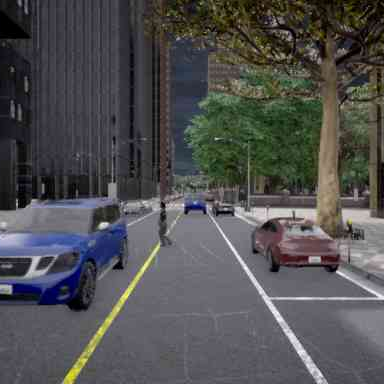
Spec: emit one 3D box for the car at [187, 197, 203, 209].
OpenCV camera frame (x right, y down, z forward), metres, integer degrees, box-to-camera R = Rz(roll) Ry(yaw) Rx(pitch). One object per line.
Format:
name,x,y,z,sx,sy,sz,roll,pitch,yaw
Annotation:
car,0.472,1.526,48.235,2.128,1.511,4.902,1,0,3

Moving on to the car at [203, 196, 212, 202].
car,3.419,1.598,74.984,1.947,1.339,4.313,0,0,1

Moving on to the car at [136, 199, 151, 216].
car,-5.483,1.552,31.961,2.008,1.369,4.403,0,0,1

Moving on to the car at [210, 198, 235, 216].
car,3.042,1.567,31.895,1.947,1.339,4.313,0,0,1

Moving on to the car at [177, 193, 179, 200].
car,-5.011,1.628,85.964,1.802,1.307,4.206,0,0,1

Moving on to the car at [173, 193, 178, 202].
car,-5.059,1.590,80.507,2.008,1.369,4.403,0,0,1

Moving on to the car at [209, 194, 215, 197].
car,3.323,1.333,64.072,2.192,1.841,5.009,0,0,1

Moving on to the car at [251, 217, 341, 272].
car,3.092,1.526,10.624,1.812,1.442,4.674,0,0,1

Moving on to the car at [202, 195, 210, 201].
car,3.514,1.597,85.897,2.008,1.369,4.403,0,0,1

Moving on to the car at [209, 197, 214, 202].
car,3.090,1.553,37.408,2.008,1.369,4.403,0,0,1

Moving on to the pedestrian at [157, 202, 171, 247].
pedestrian,-1.155,1.293,13.499,0.375,1.860,0.375,0,0,1

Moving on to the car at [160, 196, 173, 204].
car,-5.202,1.584,64.137,1.947,1.339,4.313,0,0,1

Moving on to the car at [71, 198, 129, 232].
car,-5.579,1.315,20.936,2.192,1.841,5.009,0,0,1

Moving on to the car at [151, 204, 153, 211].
car,-5.436,1.528,37.303,1.752,1.417,4.829,0,0,1

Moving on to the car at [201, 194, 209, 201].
car,3.562,1.493,91.353,1.967,1.590,4.097,0,0,1

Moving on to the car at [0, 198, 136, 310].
car,-3.030,1.221,8.145,2.150,2.045,5.566,0,0,0

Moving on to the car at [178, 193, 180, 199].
car,-4.963,1.635,91.421,1.802,1.307,4.206,0,0,1

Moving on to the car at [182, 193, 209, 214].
car,0.379,1.221,34.841,2.150,2.045,5.566,0,0,1
